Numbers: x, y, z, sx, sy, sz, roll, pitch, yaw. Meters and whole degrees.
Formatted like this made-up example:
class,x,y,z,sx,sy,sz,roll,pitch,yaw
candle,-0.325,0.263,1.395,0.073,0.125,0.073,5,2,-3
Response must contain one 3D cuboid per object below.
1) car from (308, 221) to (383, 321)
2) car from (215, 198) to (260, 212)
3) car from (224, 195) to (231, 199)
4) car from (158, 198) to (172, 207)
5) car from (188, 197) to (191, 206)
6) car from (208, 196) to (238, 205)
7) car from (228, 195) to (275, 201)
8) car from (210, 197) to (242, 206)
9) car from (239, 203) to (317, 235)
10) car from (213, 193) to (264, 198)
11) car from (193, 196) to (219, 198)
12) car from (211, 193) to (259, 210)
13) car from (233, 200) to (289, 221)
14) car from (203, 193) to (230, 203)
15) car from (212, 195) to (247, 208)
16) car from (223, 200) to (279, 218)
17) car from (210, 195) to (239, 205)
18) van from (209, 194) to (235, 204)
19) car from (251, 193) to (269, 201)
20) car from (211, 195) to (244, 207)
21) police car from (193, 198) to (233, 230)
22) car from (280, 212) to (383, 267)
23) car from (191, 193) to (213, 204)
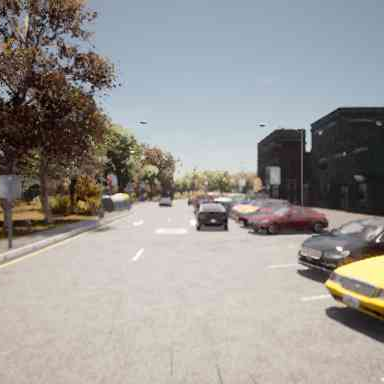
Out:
class,x,y,z,sx,sy,sz,roll,pitch,yaw
car,5.137,1.475,6.377,5.366,1.575,1.946,1,0,-20
car,5.425,1.512,39.444,4.792,1.488,2.163,1,0,-20
car,5.416,1.347,27.455,4.553,1.767,2.185,1,0,-20
car,-3.935,1.565,50.175,2.033,1.411,5.357,0,0,0
car,0.183,1.529,57.242,2.128,1.511,4.902,0,0,0
car,5.560,1.533,60.481,5.008,1.535,2.097,1,0,-20
car,5.401,1.346,24.453,4.553,1.767,2.185,1,0,-20
car,5.541,1.556,54.469,4.674,1.452,2.002,1,0,-20
car,5.343,1.513,18.442,4.674,1.452,2.002,1,0,-20
car,5.407,1.224,33.429,5.566,2.045,2.435,1,0,-20
car,1.253,1.465,31.174,1.882,1.535,5.008,0,0,0
car,5.449,1.236,42.446,5.566,2.045,2.435,1,0,-20
car,5.326,1.500,21.434,4.792,1.488,2.163,1,0,-20
car,5.629,1.328,75.519,5.566,2.045,2.435,1,0,-20
car,5.476,1.374,48.460,4.553,1.767,2.185,1,0,-20
car,5.397,1.513,30.451,4.674,1.452,2.002,1,0,-20
car,5.589,1.399,57.478,4.553,1.767,2.185,1,0,-20
van,5.690,1.318,63.526,4.442,1.987,1.878,1,0,-20
car,18.644,1.388,91.470,2.435,2.045,5.566,0,1,-21
car,5.493,1.381,51.461,4.553,1.767,2.185,1,0,-20
police car,1.207,1.410,21.284,1.930,1.638,5.238,0,0,0
car,5.323,1.480,9.441,4.892,1.521,2.231,1,0,-20
car,1.284,1.219,37.205,2.150,2.045,5.566,0,0,0
